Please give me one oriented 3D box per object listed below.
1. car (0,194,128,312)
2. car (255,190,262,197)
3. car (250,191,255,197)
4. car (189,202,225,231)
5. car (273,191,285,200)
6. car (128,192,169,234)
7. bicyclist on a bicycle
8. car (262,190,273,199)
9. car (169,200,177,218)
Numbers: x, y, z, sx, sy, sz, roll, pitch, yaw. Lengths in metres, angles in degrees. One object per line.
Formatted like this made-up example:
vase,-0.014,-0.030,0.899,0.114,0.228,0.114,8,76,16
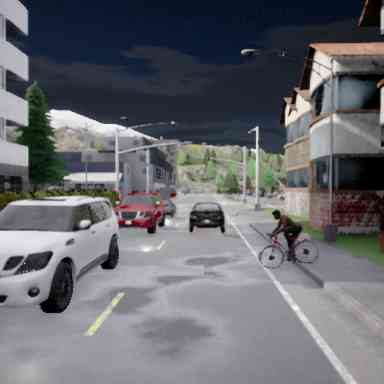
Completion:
car,-3.330,1.149,7.926,2.150,2.045,5.566,0,0,3
car,17.599,0.425,78.823,3.866,1.878,1.905,0,0,2
car,17.315,0.420,81.744,4.605,1.855,1.932,0,0,2
car,0.872,1.311,19.209,1.882,1.535,5.008,0,0,3
car,17.074,0.746,59.617,3.806,1.475,1.970,0,0,2
car,-2.835,1.058,18.424,2.150,2.045,5.566,0,0,3
bicyclist on a bicycle,2.610,1.287,9.206,1.656,1.620,0.582,-9,0,3
car,17.034,0.612,66.042,5.027,1.636,2.152,0,0,2
car,-2.359,1.330,27.445,1.994,1.385,4.181,0,0,3
